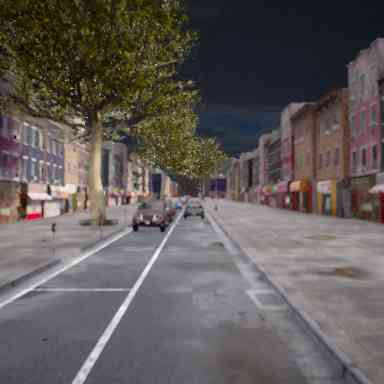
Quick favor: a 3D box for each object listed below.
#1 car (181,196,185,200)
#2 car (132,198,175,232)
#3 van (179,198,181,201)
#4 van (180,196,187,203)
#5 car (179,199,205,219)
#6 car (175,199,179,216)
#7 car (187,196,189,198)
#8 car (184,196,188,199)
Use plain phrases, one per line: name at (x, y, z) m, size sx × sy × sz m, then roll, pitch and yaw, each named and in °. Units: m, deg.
car at (-2.427, 1.788, 49.301) m, size 1.967 × 1.590 × 4.097 m, roll 2°, pitch 0°, yaw 0°
car at (-2.531, 1.466, 21.627) m, size 2.192 × 1.841 × 5.009 m, roll 2°, pitch 0°, yaw 0°
van at (-2.468, 1.610, 38.232) m, size 1.690 × 1.788 × 3.998 m, roll 2°, pitch 0°, yaw 0°
van at (-2.275, 1.994, 88.046) m, size 1.690 × 1.788 × 3.998 m, roll 2°, pitch 0°, yaw 0°
car at (0.203, 1.712, 31.298) m, size 2.128 × 1.511 × 4.902 m, roll 0°, pitch 0°, yaw 0°
car at (-2.510, 1.505, 27.161) m, size 2.192 × 1.841 × 5.009 m, roll 2°, pitch 0°, yaw 0°
car at (-2.302, 2.130, 82.340) m, size 1.752 × 1.417 × 4.829 m, roll 2°, pitch 0°, yaw 0°
car at (-2.346, 2.097, 71.440) m, size 1.802 × 1.307 × 4.206 m, roll 2°, pitch 0°, yaw 0°
